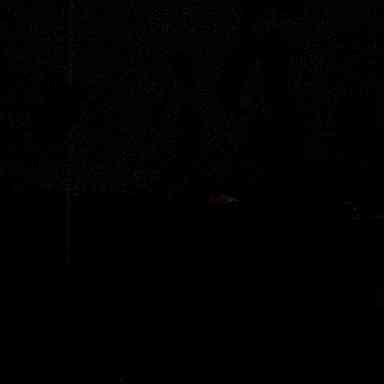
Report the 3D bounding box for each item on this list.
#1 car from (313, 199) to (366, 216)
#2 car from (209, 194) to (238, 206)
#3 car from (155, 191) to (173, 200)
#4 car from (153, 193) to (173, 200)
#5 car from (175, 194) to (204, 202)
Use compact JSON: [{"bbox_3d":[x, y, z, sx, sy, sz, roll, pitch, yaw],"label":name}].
[{"bbox_3d":[14.568,1.431,33.026,1.882,1.535,5.008,1,0,-36],"label":"car"},{"bbox_3d":[4.426,1.123,47.175,1.882,1.535,5.008,1,0,-36],"label":"car"},{"bbox_3d":[-4.619,0.513,59.951,1.812,1.442,4.674,1,0,-36],"label":"car"},{"bbox_3d":[-5.792,0.886,66.290,1.994,1.385,4.181,1,0,-36],"label":"car"},{"bbox_3d":[-0.138,1.037,58.505,2.033,1.411,5.357,1,0,-35],"label":"car"}]
